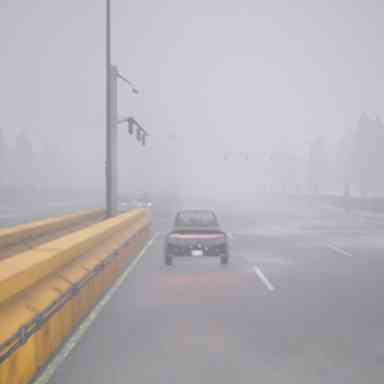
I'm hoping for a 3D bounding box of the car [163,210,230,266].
[{"bbox_3d":[0.112,1.342,11.007,2.128,1.511,4.902,0,0,0],"label":"car"}]

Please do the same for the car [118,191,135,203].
[{"bbox_3d":[-10.438,0.886,49.889,2.033,1.411,5.357,0,1,0],"label":"car"}]

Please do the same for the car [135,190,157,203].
[{"bbox_3d":[-6.940,0.839,50.183,1.837,1.490,4.892,0,1,0],"label":"car"}]

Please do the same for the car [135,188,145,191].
[{"bbox_3d":[-10.329,0.346,65.800,2.150,2.045,5.566,0,2,0],"label":"car"}]

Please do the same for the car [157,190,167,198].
[{"bbox_3d":[-6.820,0.464,67.169,2.097,1.767,4.553,0,1,0],"label":"car"}]

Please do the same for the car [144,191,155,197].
[{"bbox_3d":[-10.282,0.457,81.391,2.033,1.411,5.357,0,1,0],"label":"car"}]
